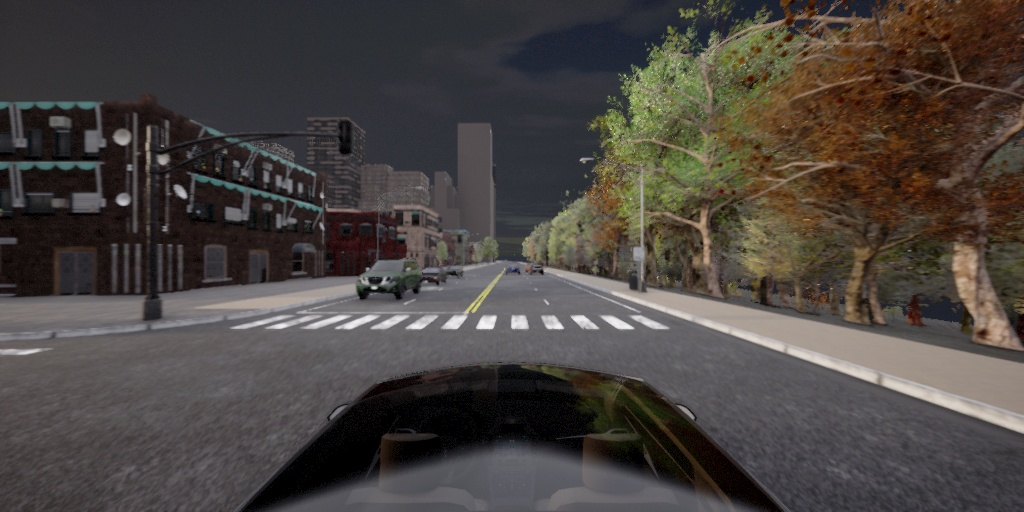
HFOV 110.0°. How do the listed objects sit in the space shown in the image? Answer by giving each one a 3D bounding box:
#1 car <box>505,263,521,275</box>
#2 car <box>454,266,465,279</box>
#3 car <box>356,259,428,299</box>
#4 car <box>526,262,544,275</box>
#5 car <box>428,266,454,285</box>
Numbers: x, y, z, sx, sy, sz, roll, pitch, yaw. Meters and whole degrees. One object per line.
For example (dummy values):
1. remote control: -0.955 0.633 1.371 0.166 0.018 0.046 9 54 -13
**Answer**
1. car: 0.119 1.697 50.223 2.097 1.767 4.553 0 -1 0
2. car: -6.572 1.827 40.451 1.895 1.301 4.718 0 -1 0
3. car: -6.591 1.196 19.941 2.150 2.045 5.566 0 -1 0
4. car: 3.370 1.840 49.421 1.837 1.490 4.892 0 -1 0
5. car: -6.588 1.648 30.196 2.033 1.411 5.357 0 -1 0
